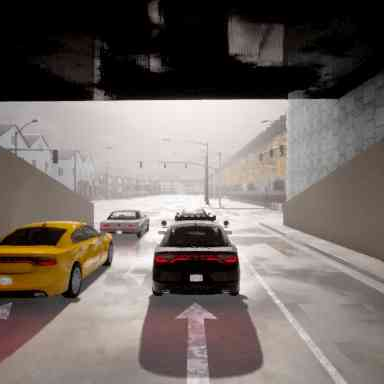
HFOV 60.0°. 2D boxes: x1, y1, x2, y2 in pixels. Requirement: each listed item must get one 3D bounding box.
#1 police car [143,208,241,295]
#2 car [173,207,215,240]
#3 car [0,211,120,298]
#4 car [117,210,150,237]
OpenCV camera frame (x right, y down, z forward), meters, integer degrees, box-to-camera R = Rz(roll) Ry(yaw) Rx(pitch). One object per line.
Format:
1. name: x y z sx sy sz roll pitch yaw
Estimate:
1. police car: 0.087 1.425 8.890 1.930 1.638 5.238 0 0 0
2. car: 0.094 1.564 17.852 1.994 1.385 4.181 0 0 0
3. car: -3.409 1.478 8.565 1.882 1.535 5.008 0 0 0
4. car: -3.404 1.601 17.808 1.895 1.301 4.718 0 0 0
